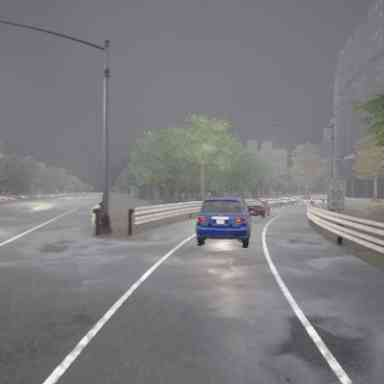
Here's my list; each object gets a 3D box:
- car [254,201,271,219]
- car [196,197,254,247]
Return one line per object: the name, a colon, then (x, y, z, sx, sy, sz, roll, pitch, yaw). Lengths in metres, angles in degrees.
car: (5.897, 1.519, 30.036, 1.882, 1.535, 5.008, 0, 0, 21)
car: (1.612, 1.251, 15.384, 2.150, 2.045, 5.566, 0, 0, 11)
